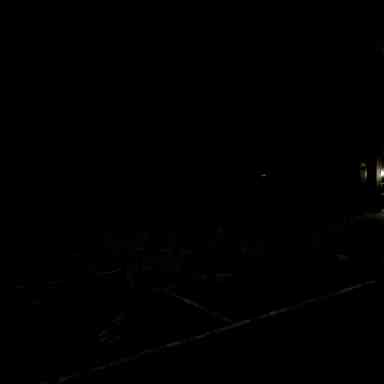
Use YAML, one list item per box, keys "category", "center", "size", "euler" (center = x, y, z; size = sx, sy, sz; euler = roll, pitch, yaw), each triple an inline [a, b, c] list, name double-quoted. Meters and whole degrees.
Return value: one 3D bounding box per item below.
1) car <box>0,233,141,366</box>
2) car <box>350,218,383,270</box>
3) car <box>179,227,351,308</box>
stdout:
- category: "car"
  center: [-2.872, 1.440, 4.597]
  size: [4.097, 1.590, 1.967]
  euler: [0, 0, -36]
- category: "car"
  center: [6.247, 1.569, 11.106]
  size: [4.313, 1.339, 1.947]
  euler: [0, 0, -36]
- category: "car"
  center: [1.687, 1.583, 7.851]
  size: [4.206, 1.307, 1.802]
  euler: [0, 0, -36]
